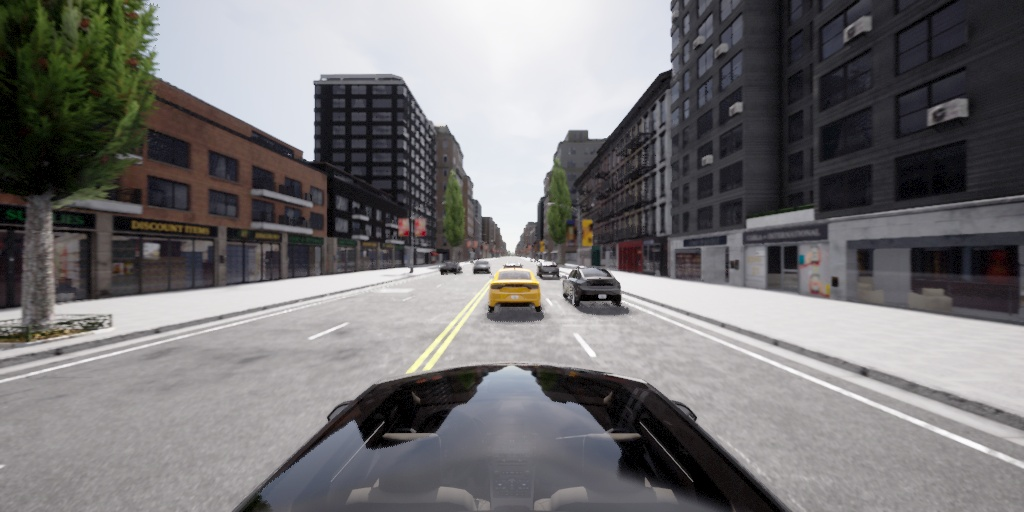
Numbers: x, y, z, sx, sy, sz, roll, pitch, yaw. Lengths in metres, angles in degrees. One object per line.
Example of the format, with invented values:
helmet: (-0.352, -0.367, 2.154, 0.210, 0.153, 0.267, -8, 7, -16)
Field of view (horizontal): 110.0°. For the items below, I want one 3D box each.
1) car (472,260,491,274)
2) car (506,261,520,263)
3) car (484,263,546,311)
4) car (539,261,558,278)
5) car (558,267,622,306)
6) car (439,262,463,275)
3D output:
car: (-3.336, 1.245, 40.239, 1.837, 1.490, 4.892, 0, 0, 0)
car: (0.102, 1.235, 33.954, 2.128, 1.511, 4.902, 0, 0, 0)
car: (0.100, 1.226, 14.516, 1.882, 1.535, 5.008, 0, 0, 0)
car: (3.356, 1.235, 33.947, 2.128, 1.511, 4.902, 0, 0, 0)
car: (3.351, 1.253, 15.710, 1.837, 1.490, 4.892, 0, 0, 0)
car: (-6.590, 1.342, 39.041, 1.895, 1.301, 4.718, 0, 0, 0)
